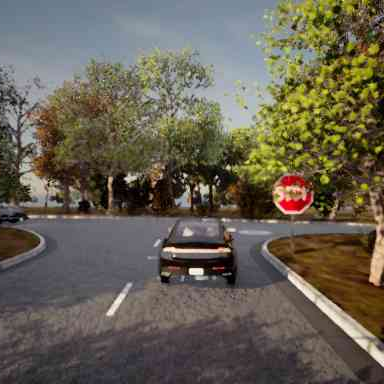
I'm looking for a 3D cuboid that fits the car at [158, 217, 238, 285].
[{"bbox_3d":[0.233,1.462,9.452,2.128,1.511,4.902,0,0,3],"label":"car"}]

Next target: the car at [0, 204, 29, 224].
[{"bbox_3d":[-12.683,1.189,19.883,5.357,1.411,2.033,1,-1,5],"label":"car"}]
